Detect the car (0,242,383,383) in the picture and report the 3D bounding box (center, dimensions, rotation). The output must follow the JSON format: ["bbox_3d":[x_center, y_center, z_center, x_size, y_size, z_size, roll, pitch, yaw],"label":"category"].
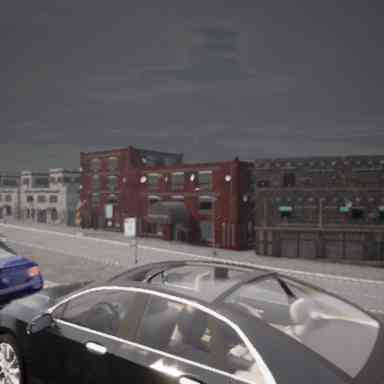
[{"bbox_3d":[-0.246,1.481,3.431,4.892,1.521,2.231,0,0,36],"label":"car"}]

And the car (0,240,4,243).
[{"bbox_3d":[-4.818,1.534,6.575,4.674,1.452,2.002,0,0,34],"label":"car"}]
